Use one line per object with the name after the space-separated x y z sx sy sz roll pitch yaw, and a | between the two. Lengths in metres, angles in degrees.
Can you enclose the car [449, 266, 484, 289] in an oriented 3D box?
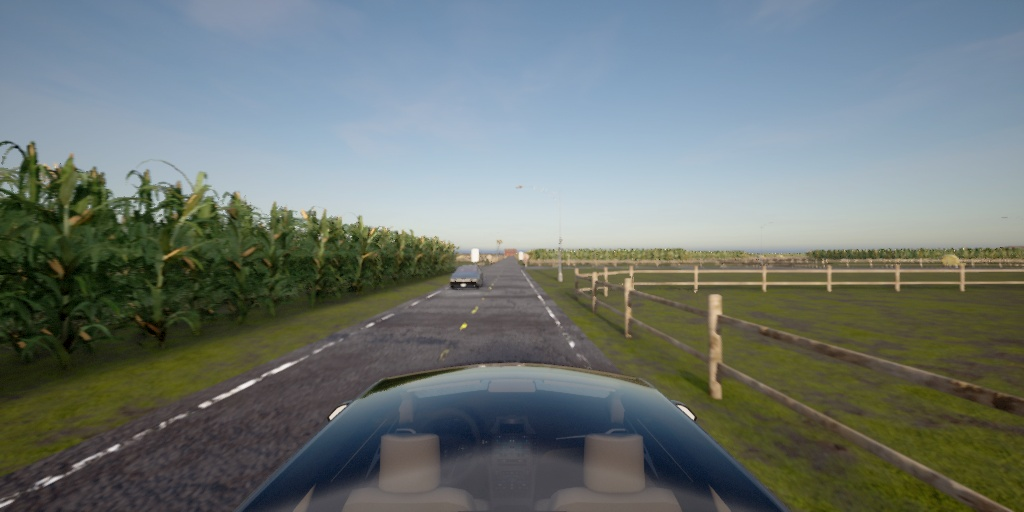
-2.851 1.338 23.662 2.033 1.411 5.357 0 0 0 | car
